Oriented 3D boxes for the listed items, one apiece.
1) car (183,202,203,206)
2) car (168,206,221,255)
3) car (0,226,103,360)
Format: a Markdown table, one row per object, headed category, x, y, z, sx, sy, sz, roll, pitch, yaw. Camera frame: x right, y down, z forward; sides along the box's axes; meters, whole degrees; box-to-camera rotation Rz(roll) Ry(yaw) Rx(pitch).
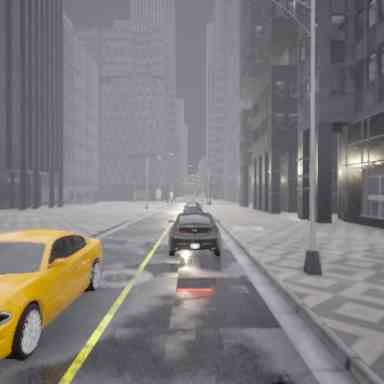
| category | x | y | z | sx | sy | sz | roll | pitch | yaw |
| --- | --- | --- | --- | --- | --- | --- | --- | --- | --- |
| car | 0.093 | 1.690 | 32.127 | 1.812 | 1.442 | 4.674 | 0 | -1 | 0 |
| car | 0.097 | 1.535 | 13.391 | 1.837 | 1.490 | 4.892 | 0 | 0 | 0 |
| car | -3.102 | 1.484 | 6.139 | 1.882 | 1.535 | 5.008 | 0 | 0 | 0 |
